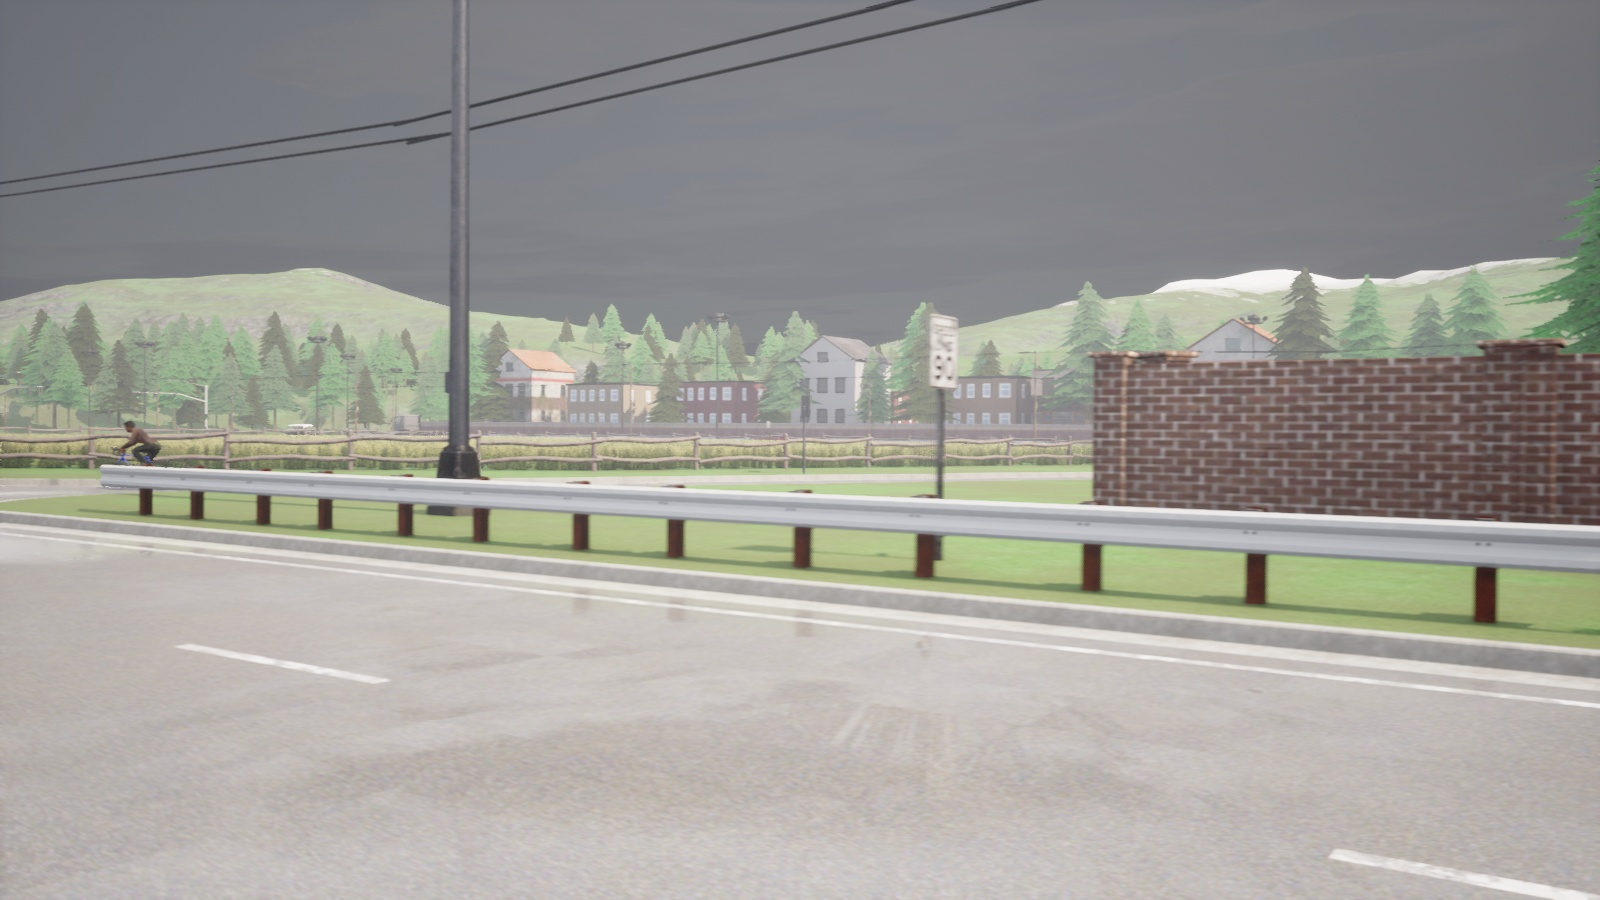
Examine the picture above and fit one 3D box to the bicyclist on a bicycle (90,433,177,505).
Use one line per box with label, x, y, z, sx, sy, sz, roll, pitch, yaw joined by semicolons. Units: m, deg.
bicyclist on a bicycle;-15.365;0.428;28.983;1.656;1.620;0.582;-1;0;-12
